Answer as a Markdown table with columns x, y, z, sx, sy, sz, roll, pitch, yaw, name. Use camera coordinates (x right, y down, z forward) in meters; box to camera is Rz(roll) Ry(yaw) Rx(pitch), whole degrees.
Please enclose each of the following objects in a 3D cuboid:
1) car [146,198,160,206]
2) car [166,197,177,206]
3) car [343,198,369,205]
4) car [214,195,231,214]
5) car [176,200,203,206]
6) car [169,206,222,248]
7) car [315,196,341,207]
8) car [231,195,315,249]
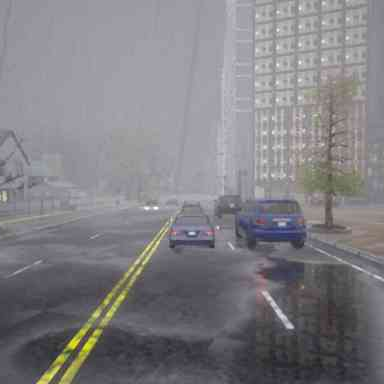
| x | y | z | sx | sy | sz | roll | pitch | yaw | name |
| --- | --- | --- | --- | --- | --- | --- | --- | --- | --- |
| -6.499 | 1.669 | 55.582 | 1.895 | 1.301 | 4.718 | 0 | 0 | 0 | car |
| -3.249 | 1.616 | 55.612 | 2.033 | 1.411 | 5.357 | 0 | 0 | 0 | car |
| 31.048 | 1.744 | 63.145 | 4.403 | 1.369 | 2.008 | 0 | 2 | 20 | car |
| 3.250 | 1.253 | 29.690 | 2.150 | 2.045 | 5.566 | 0 | 0 | 0 | car |
| 0.000 | 1.490 | 29.661 | 2.128 | 1.511 | 4.902 | 0 | 0 | 0 | car |
| 0.000 | 1.557 | 14.655 | 2.033 | 1.411 | 5.357 | 0 | 0 | 0 | car |
| 23.014 | 1.664 | 57.691 | 5.009 | 1.841 | 2.192 | 0 | 2 | 20 | car |
| 3.250 | 1.251 | 14.684 | 2.150 | 2.045 | 5.566 | 0 | 0 | 0 | car |
